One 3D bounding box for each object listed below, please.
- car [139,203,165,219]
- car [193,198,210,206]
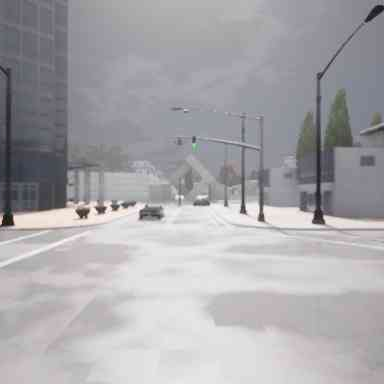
[{"bbox_3d":[-3.593,1.707,30.185,1.895,1.301,4.718,0,0,0],"label":"car"},{"bbox_3d":[1.758,1.802,58.518,1.994,1.385,4.181,0,0,22],"label":"car"}]
